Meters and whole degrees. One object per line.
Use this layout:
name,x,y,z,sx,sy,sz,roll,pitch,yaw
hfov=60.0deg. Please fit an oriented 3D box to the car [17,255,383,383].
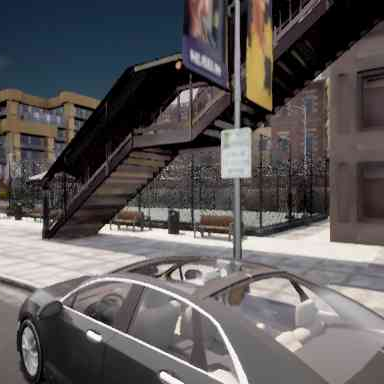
car,-0.173,1.426,3.385,2.231,1.521,4.892,0,0,-45
